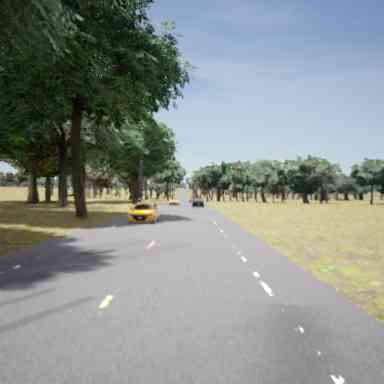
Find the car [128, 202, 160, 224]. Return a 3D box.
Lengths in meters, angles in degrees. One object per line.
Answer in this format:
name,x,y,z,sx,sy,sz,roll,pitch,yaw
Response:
car,-3.597,1.555,25.490,1.882,1.535,5.008,0,0,0

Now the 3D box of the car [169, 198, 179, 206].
car,-3.506,1.911,66.019,1.882,1.535,5.008,0,-1,0

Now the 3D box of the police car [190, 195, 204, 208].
police car,1.051,1.732,55.822,1.930,1.638,5.238,0,-1,0
